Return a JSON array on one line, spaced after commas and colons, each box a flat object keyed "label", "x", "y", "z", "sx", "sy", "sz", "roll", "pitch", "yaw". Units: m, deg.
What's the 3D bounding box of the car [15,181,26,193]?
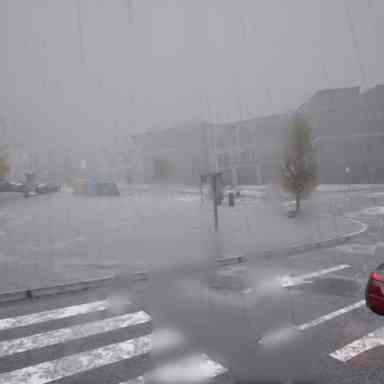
[{"label": "car", "x": -23.966, "y": -0.775, "z": 51.183, "sx": 2.231, "sy": 1.521, "sz": 4.892, "roll": 1, "pitch": 6, "yaw": 17}]

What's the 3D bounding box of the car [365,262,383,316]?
[{"label": "car", "x": 5.047, "y": 1.492, "z": 6.127, "sx": 4.181, "sy": 1.385, "sz": 1.994, "roll": -2, "pitch": 1, "yaw": -36}]

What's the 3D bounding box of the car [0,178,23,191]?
[{"label": "car", "x": -31.193, "y": -1.269, "z": 56.272, "sx": 2.185, "sy": 1.767, "sz": 4.553, "roll": 0, "pitch": 6, "yaw": 15}]

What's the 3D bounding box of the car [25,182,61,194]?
[{"label": "car", "x": -21.606, "y": -0.611, "z": 49.392, "sx": 2.163, "sy": 1.488, "sz": 4.792, "roll": 1, "pitch": 6, "yaw": 17}]

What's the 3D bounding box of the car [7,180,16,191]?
[{"label": "car", "x": -26.363, "y": -0.862, "z": 52.916, "sx": 2.002, "sy": 1.452, "sz": 4.674, "roll": 0, "pitch": 6, "yaw": 16}]

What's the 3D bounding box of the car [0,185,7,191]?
[{"label": "car", "x": -28.759, "y": -1.028, "z": 54.629, "sx": 2.097, "sy": 1.535, "sz": 5.008, "roll": 1, "pitch": 6, "yaw": 16}]
